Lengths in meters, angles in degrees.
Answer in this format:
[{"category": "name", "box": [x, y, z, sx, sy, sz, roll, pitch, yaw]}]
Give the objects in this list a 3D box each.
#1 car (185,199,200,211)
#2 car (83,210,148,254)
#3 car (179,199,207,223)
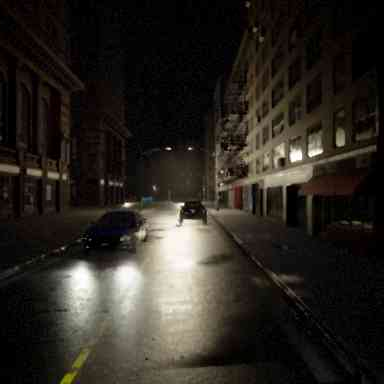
[{"category": "car", "box": [0.098, 1.727, 45.434, 1.882, 1.535, 5.008, 0, 0, 0]}, {"category": "car", "box": [-3.001, 1.541, 13.922, 1.882, 1.535, 5.008, 0, 0, 0]}, {"category": "car", "box": [0.098, 1.482, 26.938, 2.097, 1.767, 4.553, 0, 0, 0]}]
